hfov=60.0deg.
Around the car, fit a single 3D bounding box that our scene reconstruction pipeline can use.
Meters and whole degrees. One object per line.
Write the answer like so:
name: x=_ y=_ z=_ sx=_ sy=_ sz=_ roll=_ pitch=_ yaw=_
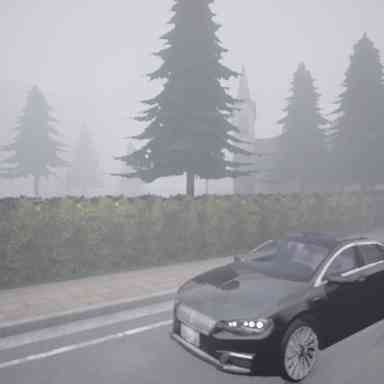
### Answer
car: x=1.947 y=1.471 z=5.504 sx=4.902 sy=1.511 sz=2.128 roll=0 pitch=0 yaw=-36
